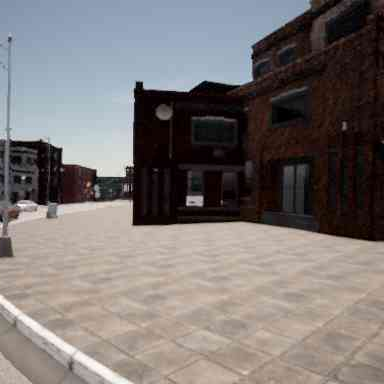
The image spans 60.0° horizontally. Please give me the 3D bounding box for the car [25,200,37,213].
[{"bbox_3d":[-21.246,1.795,42.130,1.812,1.442,4.674,1,-1,-3],"label":"car"}]

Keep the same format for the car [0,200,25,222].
[{"bbox_3d":[-16.214,1.527,28.041,2.097,1.767,4.553,1,-1,-9],"label":"car"}]
